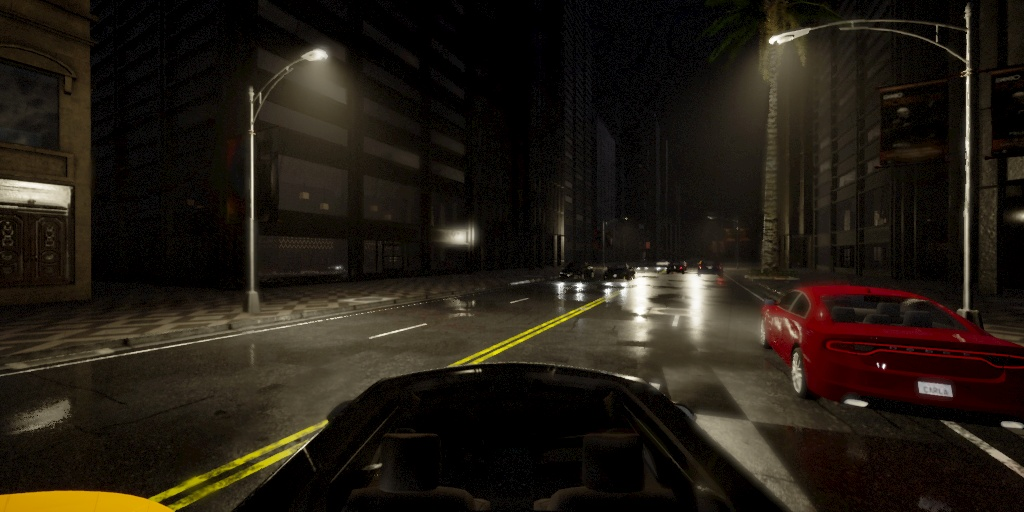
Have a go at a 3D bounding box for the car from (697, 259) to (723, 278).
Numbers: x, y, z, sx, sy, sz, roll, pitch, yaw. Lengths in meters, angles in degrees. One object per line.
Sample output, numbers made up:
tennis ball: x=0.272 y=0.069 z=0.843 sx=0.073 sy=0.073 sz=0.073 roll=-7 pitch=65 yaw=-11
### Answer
car: x=19.301 y=1.117 z=34.987 sx=2.097 sy=1.767 sz=4.553 roll=0 pitch=0 yaw=27

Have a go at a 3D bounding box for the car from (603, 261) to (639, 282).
car: x=8.768 y=1.323 z=29.132 sx=1.994 sy=1.385 sz=4.181 roll=0 pitch=0 yaw=27

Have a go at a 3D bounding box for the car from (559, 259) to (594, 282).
car: x=5.446 y=1.263 z=29.780 sx=1.837 sy=1.490 sz=4.892 roll=0 pitch=0 yaw=27

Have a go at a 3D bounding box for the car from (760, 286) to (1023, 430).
car: x=5.516 y=1.228 z=5.915 sx=1.882 sy=1.535 sz=5.008 roll=0 pitch=0 yaw=27

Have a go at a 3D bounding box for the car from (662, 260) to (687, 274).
car: x=18.662 y=1.317 z=40.809 sx=2.033 sy=1.411 sz=5.357 roll=0 pitch=0 yaw=27
